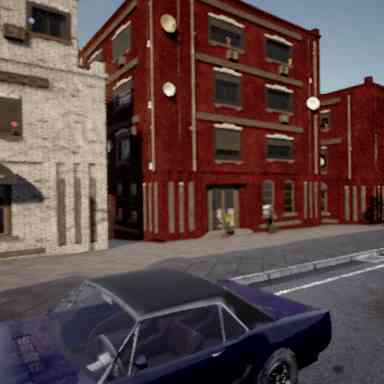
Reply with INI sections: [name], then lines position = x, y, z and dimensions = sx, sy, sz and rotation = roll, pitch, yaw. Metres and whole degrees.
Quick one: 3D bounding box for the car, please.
[car]
position = -0.723, 1.602, 3.353
dimensions = 4.718, 1.301, 1.895
rotation = 0, 0, -35
